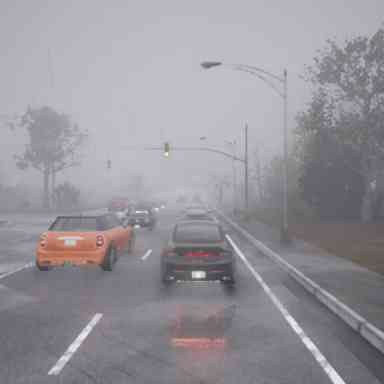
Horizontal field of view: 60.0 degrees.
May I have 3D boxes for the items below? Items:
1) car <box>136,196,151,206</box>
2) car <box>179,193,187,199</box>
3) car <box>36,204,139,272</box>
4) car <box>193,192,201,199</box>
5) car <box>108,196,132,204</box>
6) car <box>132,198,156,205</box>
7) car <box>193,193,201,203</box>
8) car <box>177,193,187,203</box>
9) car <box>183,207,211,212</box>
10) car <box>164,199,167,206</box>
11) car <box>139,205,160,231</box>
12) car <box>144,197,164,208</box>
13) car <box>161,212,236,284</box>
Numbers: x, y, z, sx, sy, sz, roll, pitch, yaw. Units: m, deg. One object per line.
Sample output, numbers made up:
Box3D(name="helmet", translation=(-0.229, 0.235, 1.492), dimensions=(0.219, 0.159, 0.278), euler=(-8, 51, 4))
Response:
Box3D(name="car", translation=(-9.555, 1.748, 65.701), dimensions=(2.097, 1.767, 4.553), euler=(0, 1, 2))
Box3D(name="car", translation=(-2.190, 0.975, 85.061), dimensions=(1.812, 1.442, 4.674), euler=(0, 3, 1))
Box3D(name="car", translation=(-3.322, 1.437, 11.267), dimensions=(2.097, 1.767, 4.553), euler=(0, 0, 1))
Box3D(name="car", translation=(1.309, 0.951, 84.999), dimensions=(1.837, 1.490, 4.892), euler=(0, 3, 1))
Box3D(name="car", translation=(-9.978, 1.563, 45.713), dimensions=(2.150, 2.045, 5.566), euler=(0, -1, 1))
Box3D(name="car", translation=(-6.489, 1.902, 45.215), dimensions=(1.994, 1.385, 4.181), euler=(0, 0, 1))
Box3D(name="car", translation=(1.127, 1.610, 74.579), dimensions=(2.033, 1.411, 5.357), euler=(0, 3, 1))
Box3D(name="car", translation=(-2.373, 1.571, 74.639), dimensions=(1.837, 1.490, 4.892), euler=(0, 3, 1))
Box3D(name="car", translation=(0.318, 1.688, 21.682), dimensions=(1.812, 1.442, 4.674), euler=(0, 0, 1))
Box3D(name="car", translation=(-6.052, 1.965, 65.426), dimensions=(1.994, 1.385, 4.181), euler=(0, 1, 3))
Box3D(name="car", translation=(-3.394, 1.766, 22.055), dimensions=(1.895, 1.301, 4.718), euler=(0, 0, -3))
Box3D(name="car", translation=(-6.296, 1.891, 55.454), dimensions=(1.882, 1.535, 5.008), euler=(0, 0, 1))
Box3D(name="car", translation=(0.163, 1.581, 9.790), dimensions=(1.837, 1.490, 4.892), euler=(0, 0, 0))
